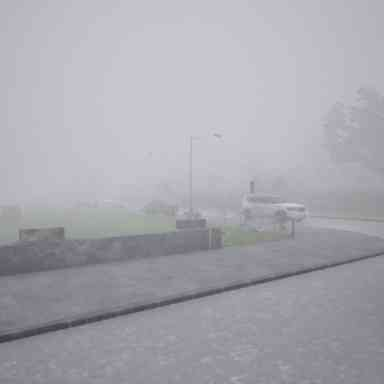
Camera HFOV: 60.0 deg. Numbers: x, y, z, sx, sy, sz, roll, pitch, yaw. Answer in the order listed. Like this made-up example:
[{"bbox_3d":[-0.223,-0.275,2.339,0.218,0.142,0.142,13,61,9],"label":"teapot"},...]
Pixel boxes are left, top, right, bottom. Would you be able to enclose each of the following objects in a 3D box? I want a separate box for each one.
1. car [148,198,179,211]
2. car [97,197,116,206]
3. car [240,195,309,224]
[{"bbox_3d":[-3.353,1.477,38.886,1.882,1.535,5.008,0,0,-35],"label":"car"},{"bbox_3d":[-14.054,1.526,54.016,1.812,1.442,4.674,0,0,-35],"label":"car"},{"bbox_3d":[6.157,1.222,25.562,2.150,2.045,5.566,0,0,-36],"label":"car"}]
